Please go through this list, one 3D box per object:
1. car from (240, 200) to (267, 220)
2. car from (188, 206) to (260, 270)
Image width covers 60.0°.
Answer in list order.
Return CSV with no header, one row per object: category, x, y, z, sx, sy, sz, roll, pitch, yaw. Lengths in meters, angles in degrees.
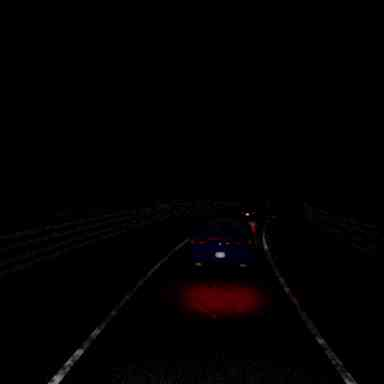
car,5.040,1.461,27.812,1.837,1.490,4.892,-1,-1,19
car,1.090,1.468,11.112,1.882,1.535,5.008,0,0,8
